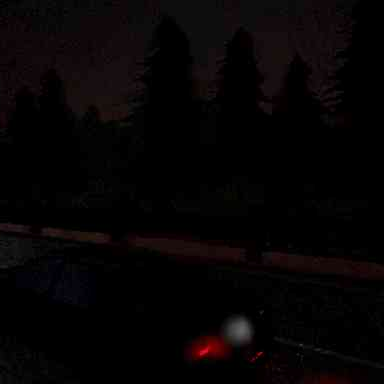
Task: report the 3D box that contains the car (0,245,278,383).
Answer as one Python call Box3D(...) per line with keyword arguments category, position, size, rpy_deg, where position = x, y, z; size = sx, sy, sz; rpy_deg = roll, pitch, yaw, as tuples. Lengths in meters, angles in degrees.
Box3D(category="car", position=(-1.511, 1.556, 5.067), size=(5.357, 1.411, 2.033), rpy_deg=(0, 0, 35))
